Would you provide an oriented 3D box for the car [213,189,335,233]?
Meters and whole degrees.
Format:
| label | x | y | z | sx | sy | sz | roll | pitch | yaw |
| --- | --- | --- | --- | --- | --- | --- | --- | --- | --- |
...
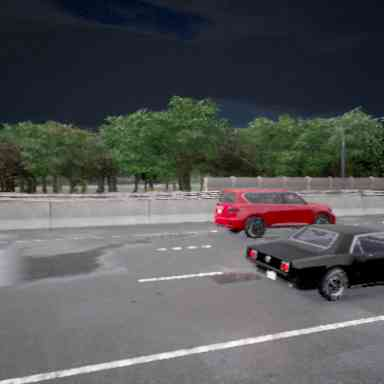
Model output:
| label | x | y | z | sx | sy | sz | roll | pitch | yaw |
| --- | --- | --- | --- | --- | --- | --- | --- | --- | --- |
| car | 3.691 | 0.869 | 14.966 | 5.566 | 2.045 | 2.150 | -1 | 1 | -19 |

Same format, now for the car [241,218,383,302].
| label | x | y | z | sx | sy | sz | roll | pitch | yaw |
| --- | --- | --- | --- | --- | --- | --- | --- | --- | --- |
| car | 3.730 | 1.415 | 7.595 | 4.718 | 1.301 | 1.895 | -1 | 1 | -19 |
